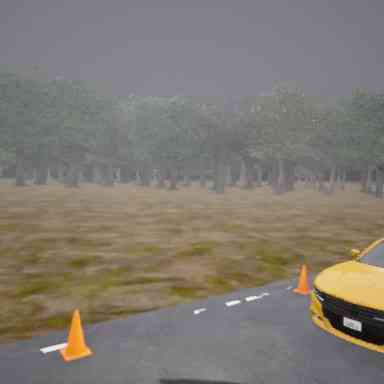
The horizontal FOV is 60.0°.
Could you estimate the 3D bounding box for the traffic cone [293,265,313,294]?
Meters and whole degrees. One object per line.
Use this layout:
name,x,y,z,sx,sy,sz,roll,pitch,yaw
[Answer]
traffic cone,2.505,1.929,7.429,0.340,0.580,0.340,0,1,-35

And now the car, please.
car,4.142,1.487,5.852,5.008,1.535,1.882,0,1,-36

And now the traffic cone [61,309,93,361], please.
traffic cone,-1.571,1.899,4.534,0.340,0.580,0.340,0,1,-35
